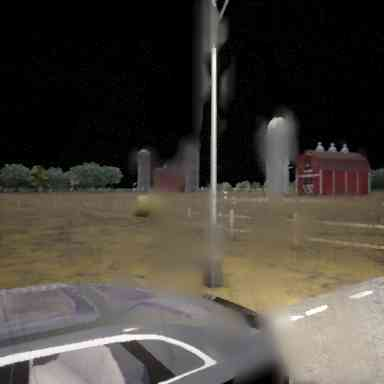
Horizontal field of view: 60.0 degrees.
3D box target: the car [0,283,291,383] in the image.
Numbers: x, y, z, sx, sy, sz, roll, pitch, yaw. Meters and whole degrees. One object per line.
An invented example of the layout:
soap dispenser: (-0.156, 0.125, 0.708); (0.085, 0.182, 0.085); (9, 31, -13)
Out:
car: (-1.467, 1.492, 2.006); (4.902, 1.511, 2.128); (0, 0, -35)
